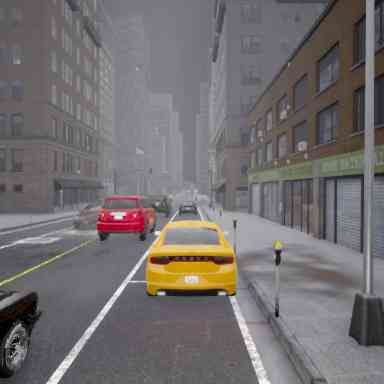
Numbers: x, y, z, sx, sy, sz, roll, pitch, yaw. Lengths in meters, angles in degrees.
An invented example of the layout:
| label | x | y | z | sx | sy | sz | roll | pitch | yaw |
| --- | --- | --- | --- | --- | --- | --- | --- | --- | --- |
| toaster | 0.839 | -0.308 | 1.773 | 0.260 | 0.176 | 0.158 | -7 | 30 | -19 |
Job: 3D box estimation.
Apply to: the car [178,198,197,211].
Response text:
| label | x | y | z | sx | sy | sz | roll | pitch | yaw |
| --- | --- | --- | --- | --- | --- | --- | --- | --- | --- |
| car | -0.393 | 1.565 | 33.084 | 1.947 | 1.339 | 4.313 | -1 | 0 | 0 |

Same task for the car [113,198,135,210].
| label | x | y | z | sx | sy | sz | roll | pitch | yaw |
| --- | --- | --- | --- | --- | --- | --- | --- | --- | --- |
| car | -8.918 | 1.554 | 44.095 | 2.008 | 1.369 | 4.403 | -1 | 0 | 0 |

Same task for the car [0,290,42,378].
| label | x | y | z | sx | sy | sz | roll | pitch | yaw |
| --- | --- | --- | --- | --- | --- | --- | --- | --- | --- |
| car | -3.048 | 1.600 | 2.568 | 1.895 | 1.301 | 4.718 | 0 | 0 | 0 |

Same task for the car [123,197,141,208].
| label | x | y | z | sx | sy | sz | roll | pitch | yaw |
| --- | --- | --- | --- | --- | --- | --- | --- | --- | --- |
| car | -8.918 | 1.550 | 49.600 | 1.887 | 1.381 | 4.507 | -1 | 0 | 0 |

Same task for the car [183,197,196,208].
| label | x | y | z | sx | sy | sz | roll | pitch | yaw |
| --- | --- | --- | --- | --- | --- | --- | --- | --- | --- |
| car | -0.394 | 1.550 | 49.600 | 1.887 | 1.381 | 4.507 | -1 | 0 | 0 |

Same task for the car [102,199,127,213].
| label | x | y | z | sx | sy | sz | roll | pitch | yaw |
| --- | --- | --- | --- | --- | --- | --- | --- | --- | --- |
| car | -8.918 | 1.567 | 38.589 | 1.947 | 1.339 | 4.313 | -1 | 0 | 0 |

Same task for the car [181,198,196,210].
| label | x | y | z | sx | sy | sz | roll | pitch | yaw |
| --- | --- | --- | --- | --- | --- | --- | --- | --- | --- |
| car | -0.393 | 1.548 | 44.094 | 1.887 | 1.381 | 4.507 | -1 | 0 | 0 |

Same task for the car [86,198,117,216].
| label | x | y | z | sx | sy | sz | roll | pitch | yaw |
| --- | --- | --- | --- | --- | --- | --- | --- | --- | --- |
| car | -8.920 | 1.440 | 33.084 | 1.967 | 1.590 | 4.097 | -1 | 0 | 0 |

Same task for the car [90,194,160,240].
| label | x | y | z | sx | sy | sz | roll | pitch | yaw |
| --- | --- | --- | --- | --- | --- | --- | --- | --- | --- |
| car | -3.147 | 1.214 | 16.916 | 2.150 | 2.045 | 5.566 | 0 | -1 | 0 |

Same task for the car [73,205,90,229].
| label | x | y | z | sx | sy | sz | roll | pitch | yaw |
| --- | --- | --- | --- | --- | --- | --- | --- | --- | --- |
| car | -6.245 | 1.523 | 21.953 | 1.812 | 1.442 | 4.674 | 0 | 0 | 0 |

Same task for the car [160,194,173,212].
| label | x | y | z | sx | sy | sz | roll | pitch | yaw |
| --- | --- | --- | --- | --- | --- | --- | --- | --- | --- |
| car | -3.053 | 1.222 | 31.018 | 2.150 | 2.045 | 5.566 | 0 | 0 | 0 |

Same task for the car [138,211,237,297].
| label | x | y | z | sx | sy | sz | roll | pitch | yaw |
| --- | --- | --- | --- | --- | --- | --- | --- | --- | --- |
| car | -0.005 | 1.476 | 8.651 | 1.882 | 1.535 | 5.008 | 0 | 0 | 0 |

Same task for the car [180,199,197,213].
| label | x | y | z | sx | sy | sz | roll | pitch | yaw |
| --- | --- | --- | --- | --- | --- | --- | --- | --- | --- |
| car | -0.393 | 1.546 | 38.589 | 1.887 | 1.381 | 4.507 | -1 | 0 | 0 |
